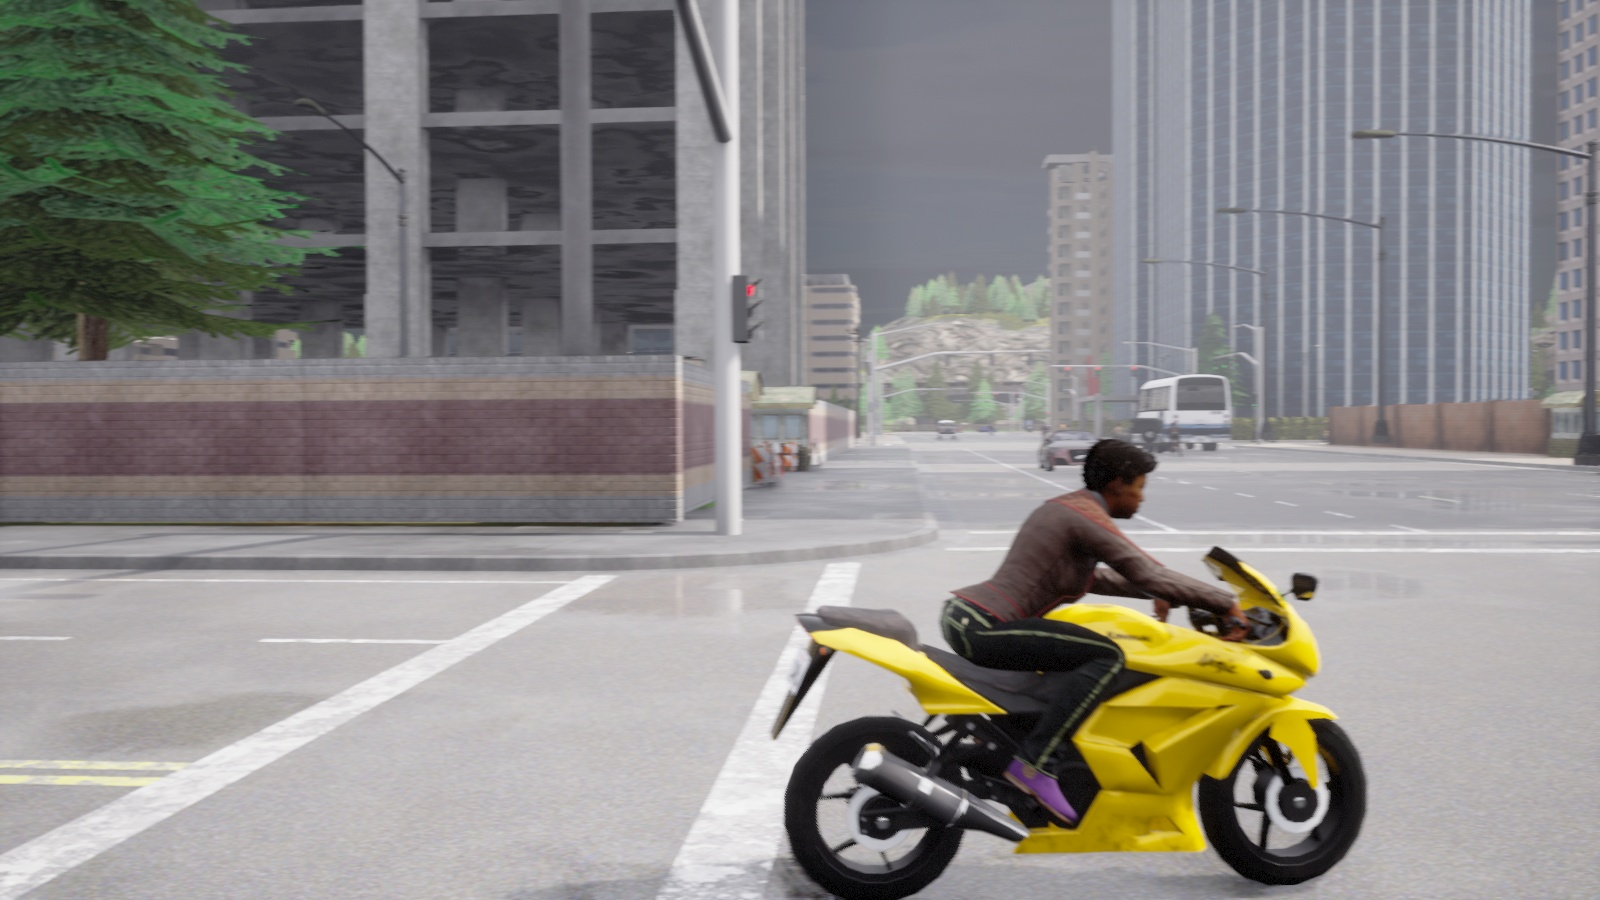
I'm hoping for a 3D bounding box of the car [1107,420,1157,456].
[{"bbox_3d":[17.801,-0.653,67.486,1.905,1.878,3.866,0,1,4],"label":"car"}]

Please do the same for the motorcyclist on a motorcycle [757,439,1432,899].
[{"bbox_3d":[0.909,0.728,4.194,2.044,1.523,0.797,0,0,-7],"label":"motorcyclist on a motorcycle"}]

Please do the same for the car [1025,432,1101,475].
[{"bbox_3d":[8.888,0.078,42.676,1.994,1.385,4.181,0,1,4],"label":"car"}]

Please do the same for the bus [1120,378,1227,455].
[{"bbox_3d":[21.825,-1.947,74.222,3.944,4.253,10.273,0,1,4],"label":"bus"}]
